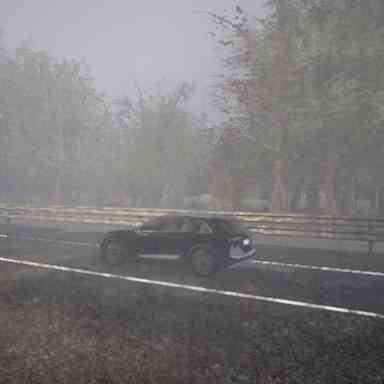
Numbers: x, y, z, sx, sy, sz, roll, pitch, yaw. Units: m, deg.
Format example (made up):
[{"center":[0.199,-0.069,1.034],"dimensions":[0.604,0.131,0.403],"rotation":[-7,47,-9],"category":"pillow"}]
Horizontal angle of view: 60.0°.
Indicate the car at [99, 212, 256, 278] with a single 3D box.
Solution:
[{"center":[-0.538,1.413,10.026],"dimensions":[4.856,1.649,2.033],"rotation":[0,0,26],"category":"car"}]
